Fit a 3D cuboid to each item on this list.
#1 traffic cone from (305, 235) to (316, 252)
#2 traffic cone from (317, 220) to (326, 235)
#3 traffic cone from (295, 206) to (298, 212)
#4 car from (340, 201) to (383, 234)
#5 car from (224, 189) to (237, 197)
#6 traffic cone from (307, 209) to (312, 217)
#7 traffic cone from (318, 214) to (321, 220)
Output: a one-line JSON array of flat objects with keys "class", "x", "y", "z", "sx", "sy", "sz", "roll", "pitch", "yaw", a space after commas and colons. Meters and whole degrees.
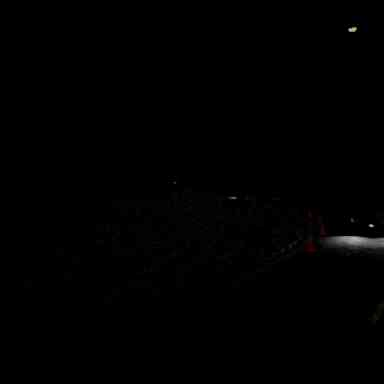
[{"class": "traffic cone", "x": 4.323, "y": 1.870, "z": 12.183, "sx": 0.340, "sy": 0.580, "sz": 0.340, "roll": 0, "pitch": 1, "yaw": 30}, {"class": "traffic cone", "x": 6.416, "y": 1.787, "z": 16.339, "sx": 0.340, "sy": 0.580, "sz": 0.340, "roll": 0, "pitch": 1, "yaw": 23}, {"class": "traffic cone", "x": 9.362, "y": 1.510, "z": 29.917, "sx": 0.340, "sy": 0.580, "sz": 0.340, "roll": 0, "pitch": 1, "yaw": 1}, {"class": "car", "x": 9.158, "y": 1.286, "z": 17.895, "sx": 1.837, "sy": 1.490, "sz": 4.892, "roll": 1, "pitch": 1, "yaw": 18}, {"class": "car", "x": 7.962, "y": 0.155, "z": 68.276, "sx": 2.128, "sy": 1.511, "sz": 4.902, "roll": 0, "pitch": 2, "yaw": -11}, {"class": "traffic cone", "x": 8.956, "y": 1.601, "z": 25.279, "sx": 0.340, "sy": 0.580, "sz": 0.340, "roll": 0, "pitch": 1, "yaw": 9}, {"class": "traffic cone", "x": 7.967, "y": 1.694, "z": 20.729, "sx": 0.340, "sy": 0.580, "sz": 0.340, "roll": 0, "pitch": 1, "yaw": 16}]
